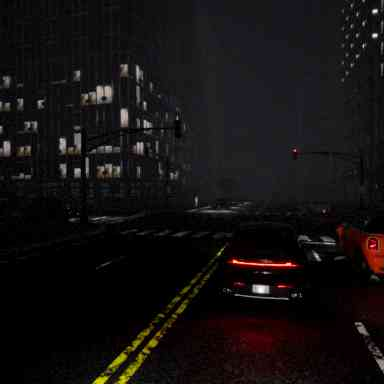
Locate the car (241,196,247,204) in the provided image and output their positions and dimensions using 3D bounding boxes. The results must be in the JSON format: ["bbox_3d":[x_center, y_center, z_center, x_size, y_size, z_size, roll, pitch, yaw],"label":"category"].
[{"bbox_3d":[8.455,1.482,60.844,1.812,1.442,4.674,0,0,15],"label":"car"}]

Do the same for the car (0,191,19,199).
[{"bbox_3d":[-20.634,0.946,34.363,5.566,2.045,2.150,1,1,15],"label":"car"}]

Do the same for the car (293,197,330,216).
[{"bbox_3d":[11.673,1.487,32.026,1.812,1.442,4.674,0,0,-3],"label":"car"}]

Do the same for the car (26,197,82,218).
[{"bbox_3d":[-11.808,1.216,28.622,4.553,1.767,2.097,1,1,15],"label":"car"}]

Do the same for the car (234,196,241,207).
[{"bbox_3d":[6.132,1.471,51.846,1.837,1.490,4.892,0,0,14],"label":"car"}]

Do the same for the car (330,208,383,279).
[{"bbox_3d":[5.707,1.347,9.950,2.097,1.767,4.553,0,0,14],"label":"car"}]

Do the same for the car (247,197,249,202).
[{"bbox_3d":[10.993,1.497,70.504,1.994,1.385,4.181,0,0,14],"label":"car"}]

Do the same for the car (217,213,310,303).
[{"bbox_3d":[1.839,1.501,8.342,1.837,1.490,4.892,0,0,14],"label":"car"}]

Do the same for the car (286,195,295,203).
[{"bbox_3d":[20.816,1.464,69.539,2.128,1.511,4.902,0,0,14],"label":"car"}]

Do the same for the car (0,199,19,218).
[{"bbox_3d":[-16.809,1.434,27.175,4.313,1.339,1.947,1,1,15],"label":"car"}]

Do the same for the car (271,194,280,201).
[{"bbox_3d":[20.215,1.236,80.349,1.882,1.535,5.008,0,0,14],"label":"car"}]

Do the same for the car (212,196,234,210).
[{"bbox_3d":[3.843,1.501,42.864,1.812,1.442,4.674,0,0,14],"label":"car"}]

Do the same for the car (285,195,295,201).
[{"bbox_3d":[23.364,1.465,79.544,2.033,1.411,5.357,0,0,14],"label":"car"}]

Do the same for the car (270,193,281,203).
[{"bbox_3d":[17.647,1.158,70.284,2.150,2.045,5.566,0,0,14],"label":"car"}]
